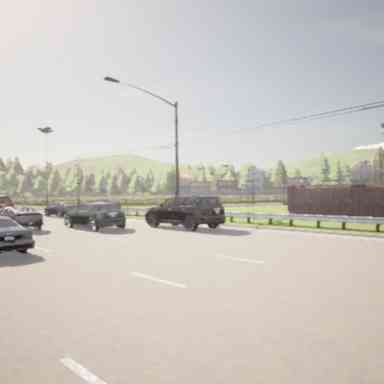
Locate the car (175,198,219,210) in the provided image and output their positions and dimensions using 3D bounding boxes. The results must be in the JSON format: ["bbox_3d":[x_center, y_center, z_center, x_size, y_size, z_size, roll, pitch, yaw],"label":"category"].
[{"bbox_3d":[0.627,1.544,43.690,5.357,1.411,2.033,-1,0,-18],"label":"car"}]

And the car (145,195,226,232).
[{"bbox_3d":[-0.521,1.227,20.418,5.566,2.045,2.150,-1,0,44],"label":"car"}]

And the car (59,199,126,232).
[{"bbox_3d":[-6.177,1.428,20.981,4.553,1.767,2.097,-1,0,44],"label":"car"}]

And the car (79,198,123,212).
[{"bbox_3d":[-11.353,1.621,41.874,5.008,1.535,1.882,-1,0,0],"label":"car"}]

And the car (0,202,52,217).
[{"bbox_3d":[-10.999,1.627,20.748,4.902,1.511,2.128,-1,0,44],"label":"car"}]

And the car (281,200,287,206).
[{"bbox_3d":[15.364,1.379,49.222,4.181,1.385,1.994,-1,0,-21],"label":"car"}]

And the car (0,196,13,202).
[{"bbox_3d":[-20.307,1.474,34.466,5.566,2.045,2.150,-1,0,44],"label":"car"}]

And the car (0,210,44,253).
[{"bbox_3d":[-7.998,1.645,13.043,5.357,1.411,2.033,-1,0,44],"label":"car"}]

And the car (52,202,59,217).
[{"bbox_3d":[-12.384,1.645,31.742,4.902,1.511,2.128,-1,0,44],"label":"car"}]
